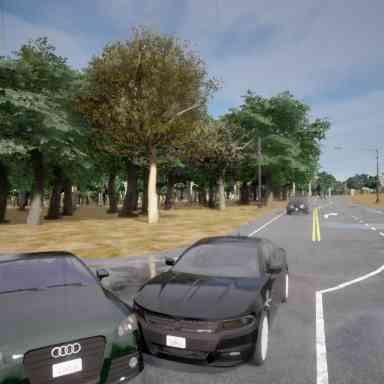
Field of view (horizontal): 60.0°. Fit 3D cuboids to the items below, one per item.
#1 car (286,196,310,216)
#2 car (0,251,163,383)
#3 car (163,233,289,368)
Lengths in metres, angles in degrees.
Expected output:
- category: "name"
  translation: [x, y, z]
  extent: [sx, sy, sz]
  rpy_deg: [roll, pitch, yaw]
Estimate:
- category: "car"
  translation: [11.642, 1.435, 36.384]
  extent: [2.150, 2.045, 5.566]
  rpy_deg: [-1, 0, 21]
- category: "car"
  translation: [-2.335, 1.644, 5.028]
  extent: [1.994, 1.385, 4.181]
  rpy_deg: [2, -2, -33]
- category: "car"
  translation: [0.706, 1.614, 6.337]
  extent: [1.882, 1.535, 5.008]
  rpy_deg: [-1, -2, 21]
